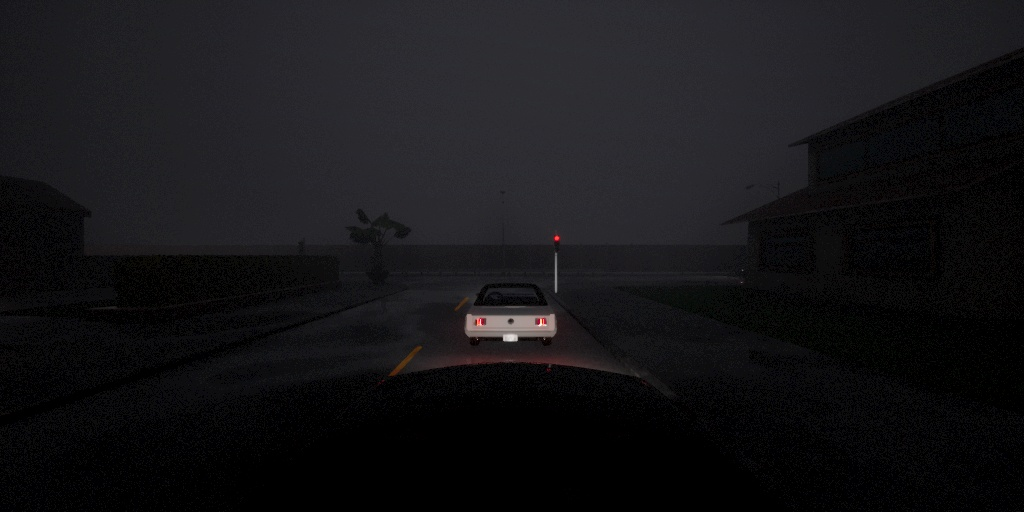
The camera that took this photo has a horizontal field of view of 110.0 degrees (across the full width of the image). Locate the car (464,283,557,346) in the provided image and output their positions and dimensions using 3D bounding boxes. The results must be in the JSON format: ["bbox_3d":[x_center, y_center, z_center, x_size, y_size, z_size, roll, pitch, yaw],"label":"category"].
[{"bbox_3d":[-0.026,1.351,9.400,1.895,1.301,4.718,0,0,0],"label":"car"}]

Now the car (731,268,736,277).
[{"bbox_3d":[22.961,1.275,33.341,4.674,1.442,1.812,0,0,-1],"label":"car"}]

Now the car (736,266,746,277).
[{"bbox_3d":[21.548,1.241,29.174,4.902,1.511,2.128,0,0,0],"label":"car"}]
